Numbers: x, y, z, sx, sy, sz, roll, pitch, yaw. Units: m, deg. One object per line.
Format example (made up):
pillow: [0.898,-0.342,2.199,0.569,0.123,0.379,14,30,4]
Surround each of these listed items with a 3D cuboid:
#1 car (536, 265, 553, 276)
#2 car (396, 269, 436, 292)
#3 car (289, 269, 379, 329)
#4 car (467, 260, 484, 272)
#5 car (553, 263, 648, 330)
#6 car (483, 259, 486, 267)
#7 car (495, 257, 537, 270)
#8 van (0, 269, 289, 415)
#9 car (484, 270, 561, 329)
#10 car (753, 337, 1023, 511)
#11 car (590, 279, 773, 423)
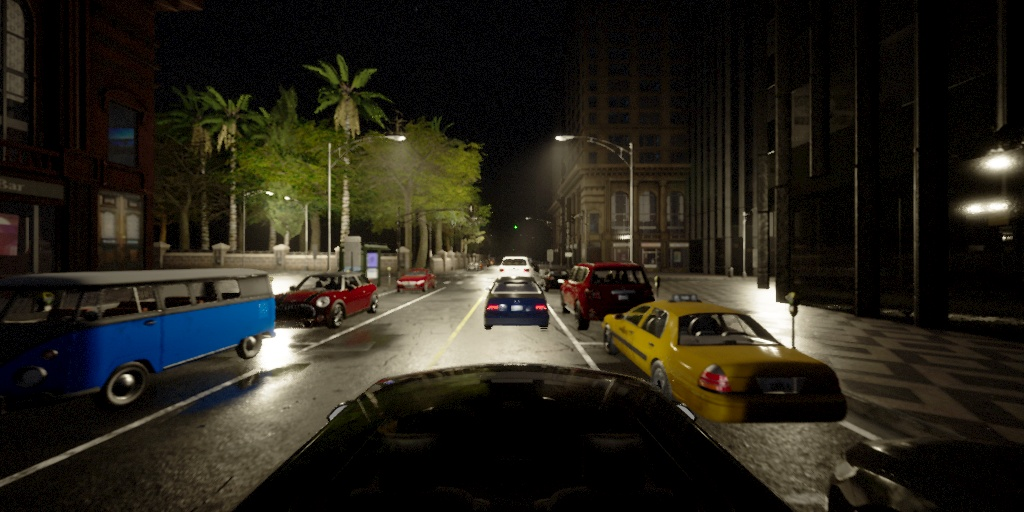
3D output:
car: [2.754,1.442,22.093,1.948,1.339,4.313,0,0,0]
car: [-5.772,1.458,22.107,1.802,1.307,4.207,0,0,0]
car: [-5.767,1.249,11.254,1.967,1.591,4.097,0,0,0]
car: [-5.784,1.611,53.966,2.007,1.370,4.403,0,0,0]
car: [2.758,1.125,11.242,2.192,1.841,5.009,0,0,0]
car: [-5.786,1.531,59.386,1.967,1.591,4.097,0,0,0]
car: [0.425,1.116,25.452,2.150,2.045,5.566,0,-1,6]
van: [-5.765,1.117,5.828,1.690,1.789,3.998,0,0,0]
car: [0.100,1.359,11.483,2.033,1.411,5.357,0,0,0]
car: [2.763,1.292,0.392,2.007,1.370,4.403,0,0,0]
car: [2.761,1.302,5.987,1.751,1.417,4.829,0,0,0]
